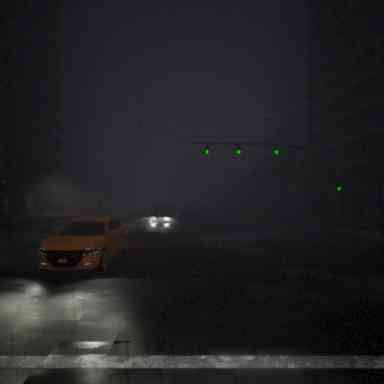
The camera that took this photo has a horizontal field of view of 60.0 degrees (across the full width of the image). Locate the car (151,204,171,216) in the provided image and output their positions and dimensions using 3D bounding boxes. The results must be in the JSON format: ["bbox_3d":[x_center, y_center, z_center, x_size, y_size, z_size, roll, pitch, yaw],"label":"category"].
[{"bbox_3d":[-3.485,2.002,37.676,1.895,1.301,4.718,0,-1,0],"label":"car"}]

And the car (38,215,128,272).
[{"bbox_3d":[-3.495,1.615,11.506,1.882,1.535,5.008,0,-1,0],"label":"car"}]
